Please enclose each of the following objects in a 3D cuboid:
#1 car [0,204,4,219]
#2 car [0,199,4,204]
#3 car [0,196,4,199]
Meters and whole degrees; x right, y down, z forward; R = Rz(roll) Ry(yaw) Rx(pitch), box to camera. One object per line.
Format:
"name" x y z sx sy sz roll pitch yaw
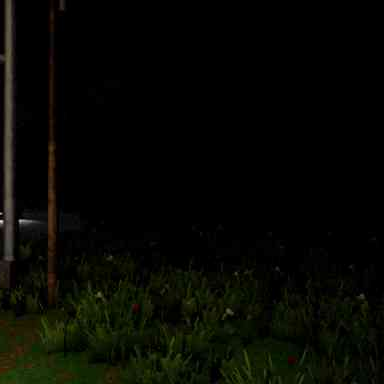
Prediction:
"car" -12.530 1.574 18.699 1.895 1.301 4.718 0 0 -13
"car" -16.128 1.537 28.015 1.994 1.385 4.181 0 0 -33
"car" -26.062 1.325 43.696 4.553 1.767 2.097 0 0 39
